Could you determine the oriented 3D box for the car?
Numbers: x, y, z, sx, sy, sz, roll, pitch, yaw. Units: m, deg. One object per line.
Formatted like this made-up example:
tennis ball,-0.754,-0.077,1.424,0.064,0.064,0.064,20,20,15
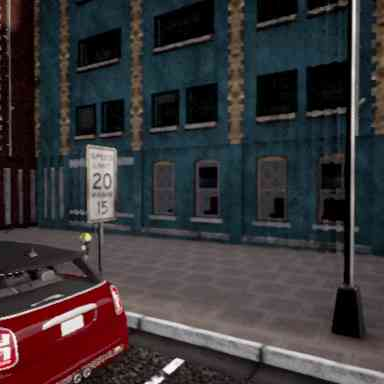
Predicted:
car,-2.902,1.401,4.431,4.097,1.590,1.967,0,2,31
